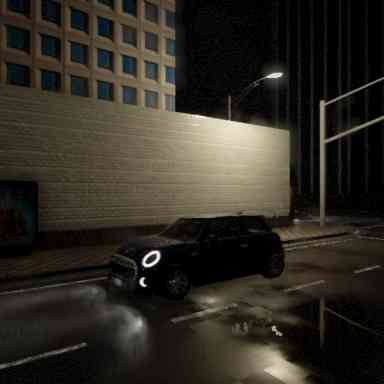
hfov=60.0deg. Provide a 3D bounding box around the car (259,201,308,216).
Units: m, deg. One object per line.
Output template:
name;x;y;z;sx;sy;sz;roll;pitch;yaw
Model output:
car;9.317;1.652;34.295;1.895;1.301;4.718;0;0;-36

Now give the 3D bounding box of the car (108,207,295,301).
car;0.240;1.351;8.473;4.553;1.767;2.097;0;0;-36

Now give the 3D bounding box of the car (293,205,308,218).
car;8.116;1.578;29.970;1.812;1.442;4.674;0;0;-36
